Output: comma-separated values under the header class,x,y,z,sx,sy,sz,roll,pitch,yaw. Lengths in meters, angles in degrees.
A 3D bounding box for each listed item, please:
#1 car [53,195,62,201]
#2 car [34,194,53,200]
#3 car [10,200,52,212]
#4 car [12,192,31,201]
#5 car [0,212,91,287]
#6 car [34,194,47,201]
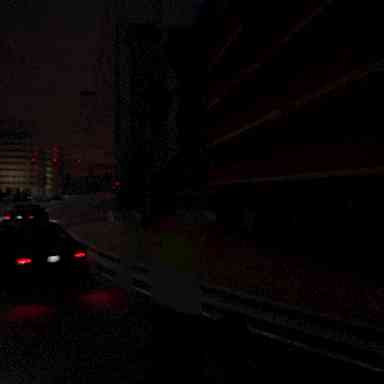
class,x,y,z,sx,sy,sz,roll,pitch,yaw
car,-31.203,1.362,76.596,1.895,1.301,4.718,0,0,-14
car,-27.608,1.318,61.634,1.812,1.442,4.674,0,0,-13
car,-10.377,1.474,21.069,2.033,1.411,5.357,0,0,-16
car,-30.967,0.987,60.659,2.150,2.045,5.566,0,0,-13
car,-4.590,1.515,9.337,2.033,1.411,5.357,0,0,-38
car,-34.635,1.262,75.902,1.812,1.442,4.674,0,0,-14
